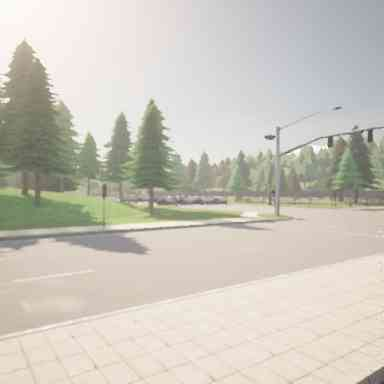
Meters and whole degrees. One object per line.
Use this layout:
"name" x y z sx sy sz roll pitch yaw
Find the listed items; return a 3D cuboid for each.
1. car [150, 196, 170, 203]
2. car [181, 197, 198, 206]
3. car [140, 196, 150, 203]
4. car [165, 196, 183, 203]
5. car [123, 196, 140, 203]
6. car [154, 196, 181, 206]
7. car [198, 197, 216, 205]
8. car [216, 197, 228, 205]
"car" -6.984 1.573 72.076 2.128 1.511 4.902 0 0 -35
"car" -1.594 1.589 58.158 2.128 1.511 4.902 0 0 -35
"car" -10.233 1.543 70.613 2.128 1.511 4.902 0 0 -35
"car" -3.999 1.659 73.914 1.895 1.301 4.718 0 0 -35
"car" -13.007 1.564 68.473 1.994 1.385 4.181 0 0 -35
"car" -4.221 1.612 55.793 1.812 1.442 4.674 0 0 -35
"car" 1.640 1.632 59.657 1.812 1.442 4.674 0 0 -35
"car" 4.728 1.680 61.358 1.994 1.385 4.181 0 0 -35
